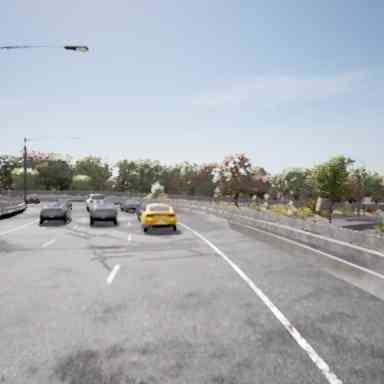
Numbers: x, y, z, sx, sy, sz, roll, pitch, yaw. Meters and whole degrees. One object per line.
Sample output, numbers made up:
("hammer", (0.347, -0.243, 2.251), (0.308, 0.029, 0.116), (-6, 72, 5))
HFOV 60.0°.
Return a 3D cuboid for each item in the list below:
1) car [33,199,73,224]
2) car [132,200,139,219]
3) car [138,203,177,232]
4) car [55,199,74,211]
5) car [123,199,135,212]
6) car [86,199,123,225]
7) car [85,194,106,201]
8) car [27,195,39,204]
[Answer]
("car", (-10.293, 1.538, 25.392), (2.128, 1.511, 4.902), (0, 0, -15))
("car", (-3.205, 1.550, 26.088), (2.033, 1.411, 5.357), (0, 0, -15))
("car", (-2.107, 1.477, 20.477), (1.882, 1.535, 5.008), (0, 0, -11))
("car", (-16.924, 1.638, 44.052), (1.994, 1.385, 4.181), (0, 0, -25))
("car", (-7.185, 1.565, 38.852), (2.033, 1.411, 5.357), (0, 0, -20))
("car", (-6.457, 1.515, 24.446), (2.128, 1.511, 4.902), (0, 0, -15))
("car", (-11.922, 1.269, 41.358), (2.150, 2.045, 5.566), (0, 0, -22))
("car", (-33.844, 1.515, 70.016), (2.097, 1.767, 4.553), (0, 0, -42))
